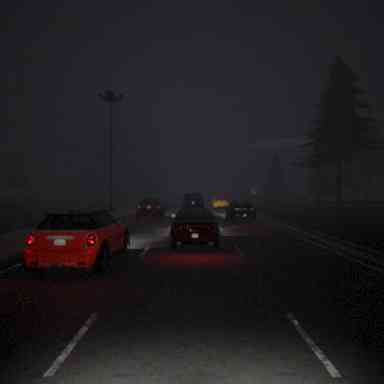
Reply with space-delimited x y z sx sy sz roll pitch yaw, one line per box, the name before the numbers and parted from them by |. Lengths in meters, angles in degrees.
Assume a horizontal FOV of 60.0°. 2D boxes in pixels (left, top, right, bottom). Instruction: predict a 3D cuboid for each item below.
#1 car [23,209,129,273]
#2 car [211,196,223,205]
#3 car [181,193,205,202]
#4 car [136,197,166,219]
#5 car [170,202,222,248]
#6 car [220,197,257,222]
car | -3.392 1.306 10.659 2.097 1.767 4.553 0 0 0
car | 3.464 1.298 42.026 1.882 1.535 5.008 0 0 -1
car | 0.092 1.079 33.389 2.150 2.045 5.566 0 0 0
car | -3.388 1.231 28.224 2.097 1.767 4.553 0 0 0
car | 0.109 1.415 14.471 1.882 1.535 5.008 0 0 0
car | 3.613 1.383 25.122 2.128 1.511 4.902 0 0 0
